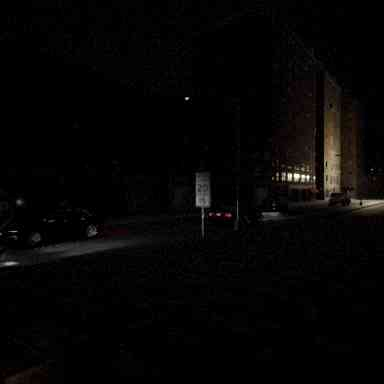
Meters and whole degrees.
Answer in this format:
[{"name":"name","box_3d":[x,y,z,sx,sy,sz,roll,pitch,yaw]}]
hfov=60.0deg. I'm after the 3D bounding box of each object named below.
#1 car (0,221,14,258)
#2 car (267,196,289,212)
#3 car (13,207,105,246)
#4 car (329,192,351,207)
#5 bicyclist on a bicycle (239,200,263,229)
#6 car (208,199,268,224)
[{"name":"car","box_3d":[-7.550,1.591,8.574,1.895,1.301,4.718,0,0,36]},{"name":"car","box_3d":[9.103,1.275,36.917,2.097,1.767,4.553,0,0,36]},{"name":"car","box_3d":[-6.331,1.474,15.356,1.837,1.490,4.892,0,0,36]},{"name":"car","box_3d":[22.562,1.120,50.706,2.150,2.045,5.566,0,-1,36]},{"name":"bicyclist on a bicycle","box_3d":[3.200,1.271,18.614,1.656,1.620,0.582,0,0,36]},{"name":"car","box_3d":[3.211,1.502,23.630,2.033,1.411,5.357,0,0,36]}]
